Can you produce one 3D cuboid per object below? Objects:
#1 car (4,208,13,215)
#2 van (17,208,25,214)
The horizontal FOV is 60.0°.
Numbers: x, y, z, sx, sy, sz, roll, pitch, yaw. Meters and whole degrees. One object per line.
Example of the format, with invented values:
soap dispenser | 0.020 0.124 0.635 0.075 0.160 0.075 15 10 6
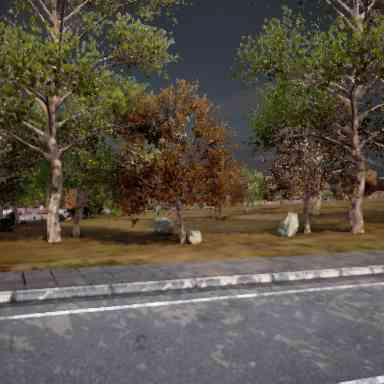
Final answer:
car | -44.514 4.710 77.827 2.435 2.045 5.566 1 -3 0
van | -44.489 4.989 83.278 1.878 1.987 4.442 1 -3 0
